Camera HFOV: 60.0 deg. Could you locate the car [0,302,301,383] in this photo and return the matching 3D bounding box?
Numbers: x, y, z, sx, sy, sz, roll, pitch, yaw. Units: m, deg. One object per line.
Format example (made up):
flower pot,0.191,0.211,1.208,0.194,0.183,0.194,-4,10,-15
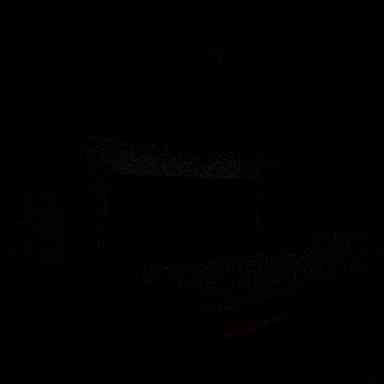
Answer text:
car,-1.538,1.601,1.975,4.718,1.301,1.895,0,0,-35
